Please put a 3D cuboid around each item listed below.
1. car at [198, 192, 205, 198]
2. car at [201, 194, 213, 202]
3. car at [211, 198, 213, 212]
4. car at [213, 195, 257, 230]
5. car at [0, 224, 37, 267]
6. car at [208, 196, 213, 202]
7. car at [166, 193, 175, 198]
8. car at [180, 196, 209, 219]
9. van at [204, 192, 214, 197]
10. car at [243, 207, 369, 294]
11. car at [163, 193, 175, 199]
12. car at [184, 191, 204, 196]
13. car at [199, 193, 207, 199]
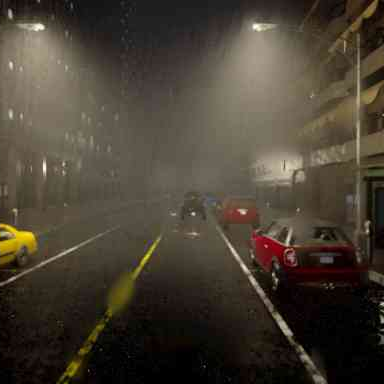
[{"bbox_3d":[2.717,0.814,93.483,1.752,1.417,4.829,0,0,0],"label":"car"},{"bbox_3d":[2.707,1.104,59.423,1.947,1.339,4.313,0,0,0],"label":"car"},{"bbox_3d":[2.697,1.376,25.532,1.802,1.307,4.206,0,0,0],"label":"car"},{"bbox_3d":[2.696,1.154,19.882,2.192,1.841,5.009,0,0,0],"label":"car"},{"bbox_3d":[-5.688,1.457,8.419,1.752,1.417,4.829,0,0,0],"label":"car"},{"bbox_3d":[2.699,1.331,31.181,1.802,1.307,4.206,0,0,0],"label":"car"},{"bbox_3d":[-5.666,0.897,87.668,1.947,1.339,4.313,0,0,0],"label":"car"},{"bbox_3d":[0.108,1.293,26.311,1.837,1.490,4.892,0,1,0],"label":"car"},{"bbox_3d":[2.705,0.920,53.772,1.690,1.788,3.998,0,0,0],"label":"van"},{"bbox_3d":[2.692,1.370,8.585,1.967,1.590,4.097,0,0,0],"label":"car"},{"bbox_3d":[-5.668,0.854,76.370,1.967,1.590,4.097,0,0,0],"label":"car"},{"bbox_3d":[0.114,0.874,44.155,2.150,2.045,5.566,0,1,0],"label":"car"},{"bbox_3d":[2.713,0.916,82.016,1.887,1.381,4.507,0,0,0],"label":"car"}]
